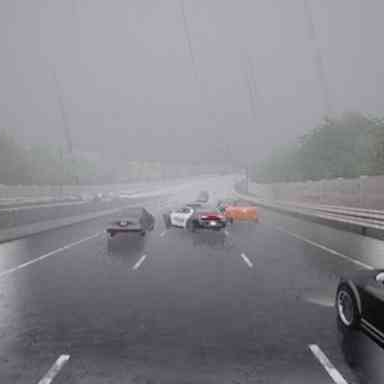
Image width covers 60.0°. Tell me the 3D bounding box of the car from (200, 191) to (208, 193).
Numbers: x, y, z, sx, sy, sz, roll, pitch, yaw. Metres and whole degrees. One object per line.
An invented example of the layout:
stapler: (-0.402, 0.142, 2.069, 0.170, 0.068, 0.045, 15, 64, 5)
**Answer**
car: (2.914, 0.794, 80.893, 2.150, 2.045, 5.566, 0, 1, 4)

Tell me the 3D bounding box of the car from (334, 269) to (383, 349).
car: (3.513, 1.568, 4.247, 1.994, 1.385, 4.181, 0, 0, 0)

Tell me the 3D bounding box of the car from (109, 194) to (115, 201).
car: (-15.428, 1.109, 68.284, 2.097, 1.767, 4.553, 0, 1, 3)

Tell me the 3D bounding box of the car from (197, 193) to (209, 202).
car: (1.959, 1.397, 64.631, 1.994, 1.385, 4.181, 0, 0, 4)

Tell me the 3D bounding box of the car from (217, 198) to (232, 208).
car: (4.559, 1.579, 47.836, 1.895, 1.301, 4.718, 0, 0, 2)

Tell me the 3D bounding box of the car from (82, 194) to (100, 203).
car: (-19.229, 1.160, 63.508, 2.097, 1.767, 4.553, 0, 1, 4)

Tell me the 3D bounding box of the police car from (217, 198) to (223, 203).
police car: (4.146, 1.536, 36.923, 2.038, 1.542, 4.974, 0, 0, 2)

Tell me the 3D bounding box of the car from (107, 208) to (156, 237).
car: (-3.218, 1.581, 18.414, 2.033, 1.411, 5.357, 0, 0, 1)

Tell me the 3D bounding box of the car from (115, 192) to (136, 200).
car: (-12.247, 1.037, 63.218, 2.150, 2.045, 5.566, 0, 1, 4)

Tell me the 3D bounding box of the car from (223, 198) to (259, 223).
car: (3.833, 1.400, 26.005, 2.097, 1.767, 4.553, 0, 0, 1)

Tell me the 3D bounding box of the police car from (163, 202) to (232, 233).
police car: (-0.066, 1.544, 20.108, 2.038, 1.542, 4.974, 2, -1, -31)
